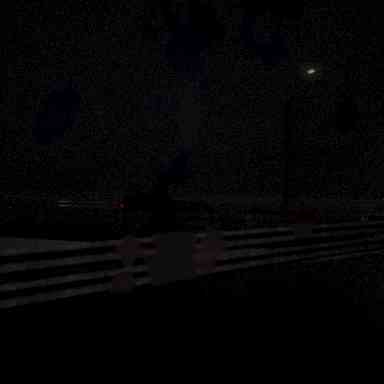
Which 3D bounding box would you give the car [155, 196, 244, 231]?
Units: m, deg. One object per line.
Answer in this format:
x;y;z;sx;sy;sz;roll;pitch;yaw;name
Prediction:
0.485;1.322;19.033;4.553;1.767;2.097;1;0;6;car

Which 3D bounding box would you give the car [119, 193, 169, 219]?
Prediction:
-2.228;1.135;22.927;5.566;2.045;2.150;1;0;7;car

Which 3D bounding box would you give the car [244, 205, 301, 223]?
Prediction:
5.963;1.699;25.645;4.718;1.301;1.895;1;0;3;car

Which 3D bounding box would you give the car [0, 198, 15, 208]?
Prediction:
-18.245;1.040;30.079;4.674;1.442;1.812;1;0;18;car
